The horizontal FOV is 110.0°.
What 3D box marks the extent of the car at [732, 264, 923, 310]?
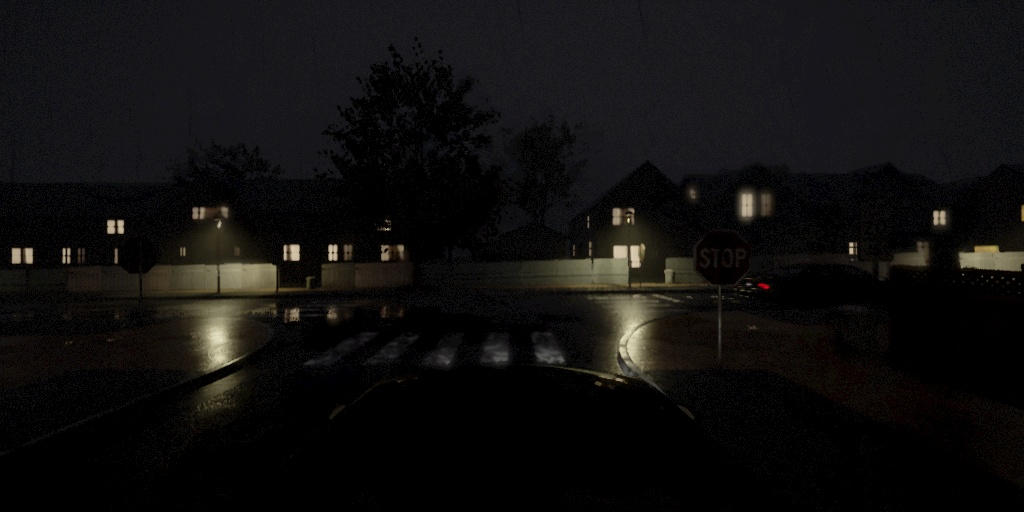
[{"bbox_3d":[10.453,0.966,12.020,5.357,1.411,2.033,-1,0,0],"label":"car"}]
